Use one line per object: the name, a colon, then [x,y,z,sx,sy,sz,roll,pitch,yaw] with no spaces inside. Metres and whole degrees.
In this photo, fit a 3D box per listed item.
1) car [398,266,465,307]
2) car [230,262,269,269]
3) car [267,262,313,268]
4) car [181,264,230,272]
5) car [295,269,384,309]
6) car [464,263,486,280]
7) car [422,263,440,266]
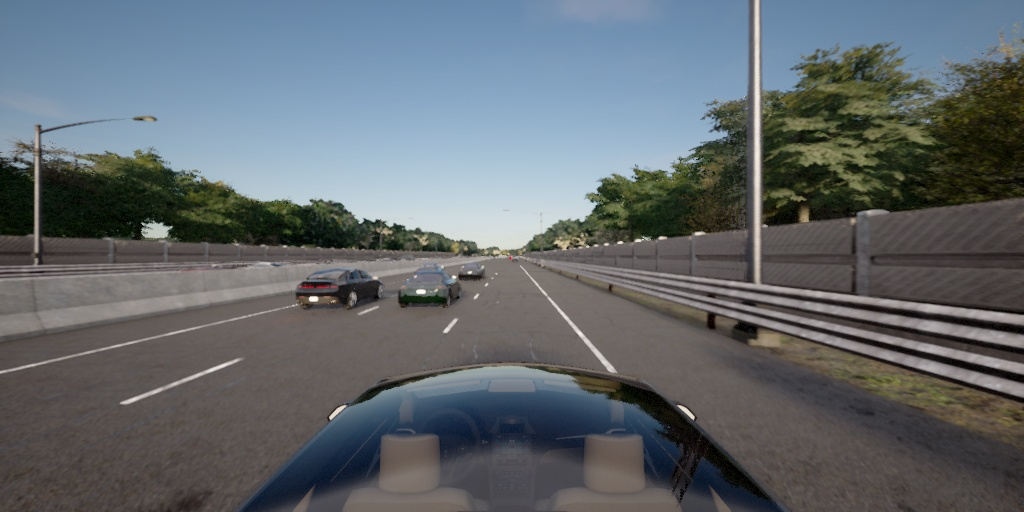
car: [-3.405,1.310,15.426,1.994,1.385,4.181,0,0,0]
car: [-21.091,1.266,30.594,1.812,1.442,4.674,0,0,0]
car: [-17.602,1.342,29.732,1.895,1.301,4.718,0,0,0]
car: [-24.600,1.341,29.683,1.895,1.301,4.718,0,0,0]
car: [-6.905,1.250,14.907,1.837,1.490,4.892,0,0,0]
car: [-3.406,1.305,31.015,1.994,1.385,4.181,0,0,0]
car: [-6.906,1.305,30.668,1.994,1.385,4.181,0,0,0]
